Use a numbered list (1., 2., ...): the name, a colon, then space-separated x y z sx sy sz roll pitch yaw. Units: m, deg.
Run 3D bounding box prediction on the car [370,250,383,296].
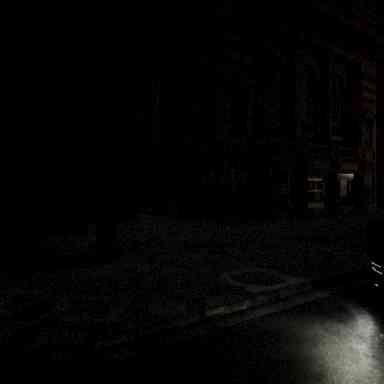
1. car: 5.956 1.477 7.499 5.008 1.535 1.882 0 0 -35
